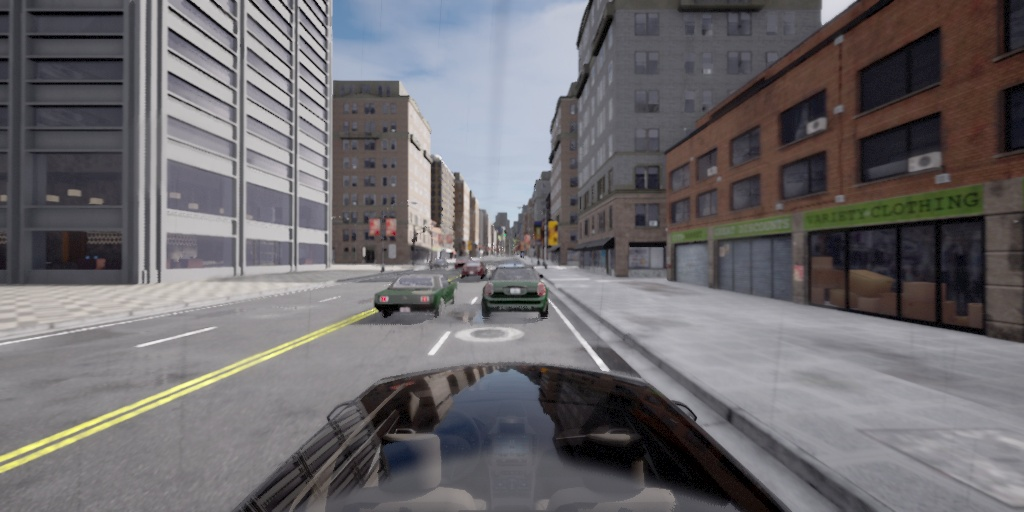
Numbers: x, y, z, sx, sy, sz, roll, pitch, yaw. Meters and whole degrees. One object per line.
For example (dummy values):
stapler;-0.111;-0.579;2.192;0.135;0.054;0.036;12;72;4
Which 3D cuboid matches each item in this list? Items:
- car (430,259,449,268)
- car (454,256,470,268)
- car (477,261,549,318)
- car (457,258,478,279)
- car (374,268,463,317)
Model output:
car;-9.736;1.046;48.340;1.994;1.385;4.181;0;0;0
car;-6.483;0.828;48.497;2.097;1.767;4.553;0;1;0
car;0.100;1.044;12.818;2.097;1.767;4.553;0;0;0
car;-3.141;1.118;30.234;1.812;1.442;4.674;0;0;0
car;-3.147;1.292;12.794;1.895;1.301;4.718;0;0;0
